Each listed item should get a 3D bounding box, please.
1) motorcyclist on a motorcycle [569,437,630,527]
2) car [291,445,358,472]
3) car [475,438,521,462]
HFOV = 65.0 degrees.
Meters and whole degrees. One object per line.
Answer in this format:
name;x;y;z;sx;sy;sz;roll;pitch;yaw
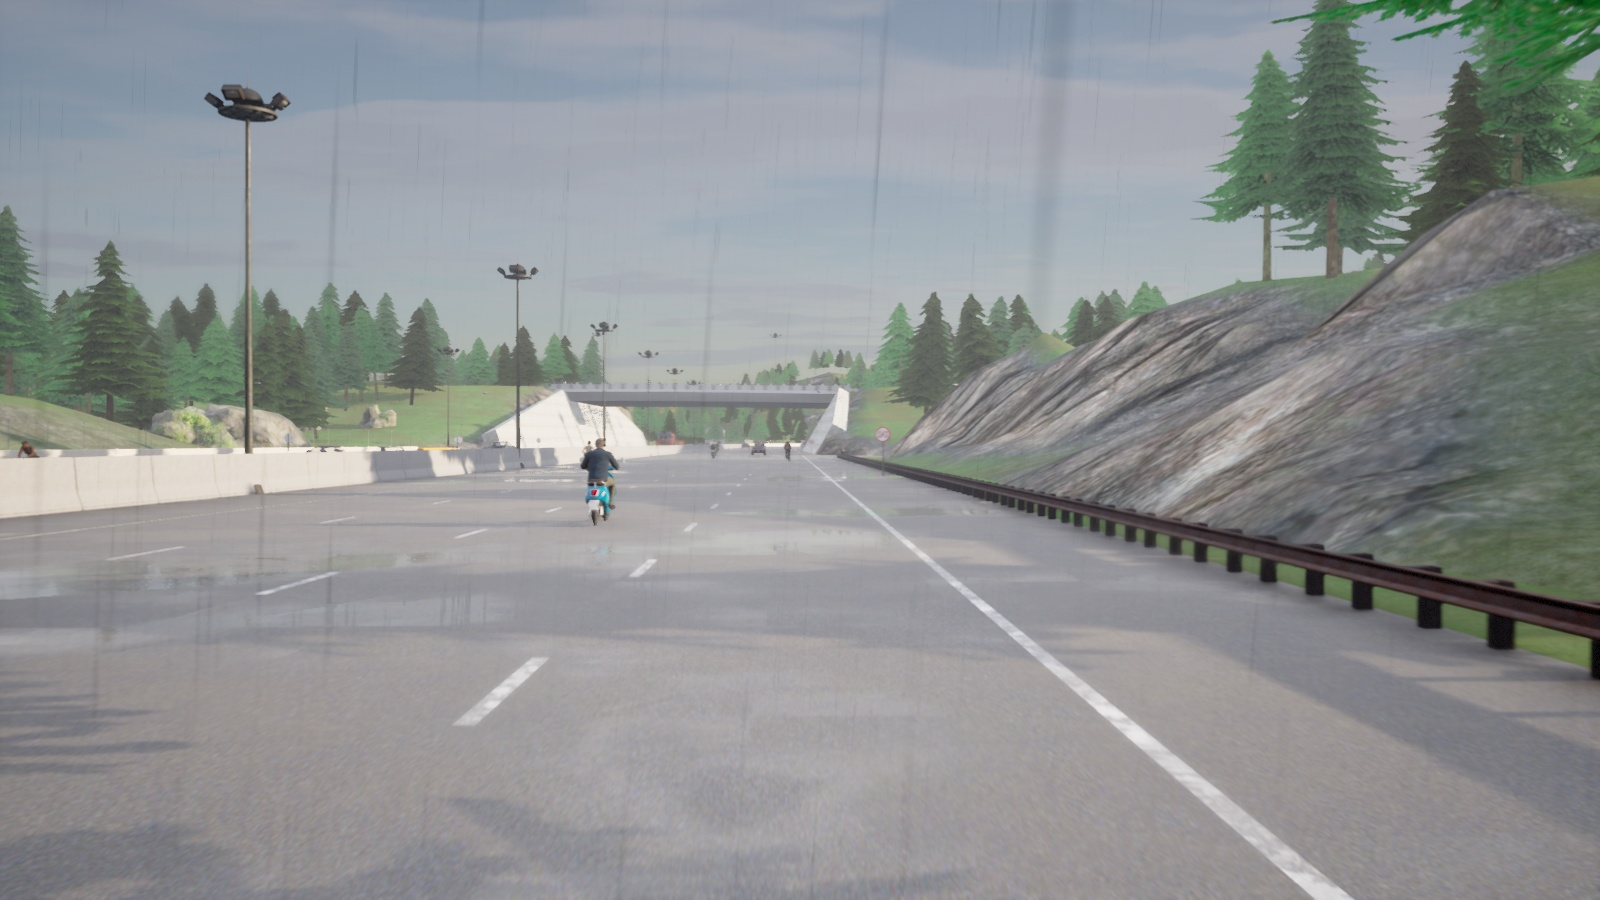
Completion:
motorcyclist on a motorcycle;-3.692;0.566;23.295;0.866;1.590;1.817;0;0;-1
car;-25.112;0.418;66.460;1.994;1.385;4.181;0;0;-1
car;-21.846;-0.003;91.002;2.152;1.651;5.027;0;0;0
